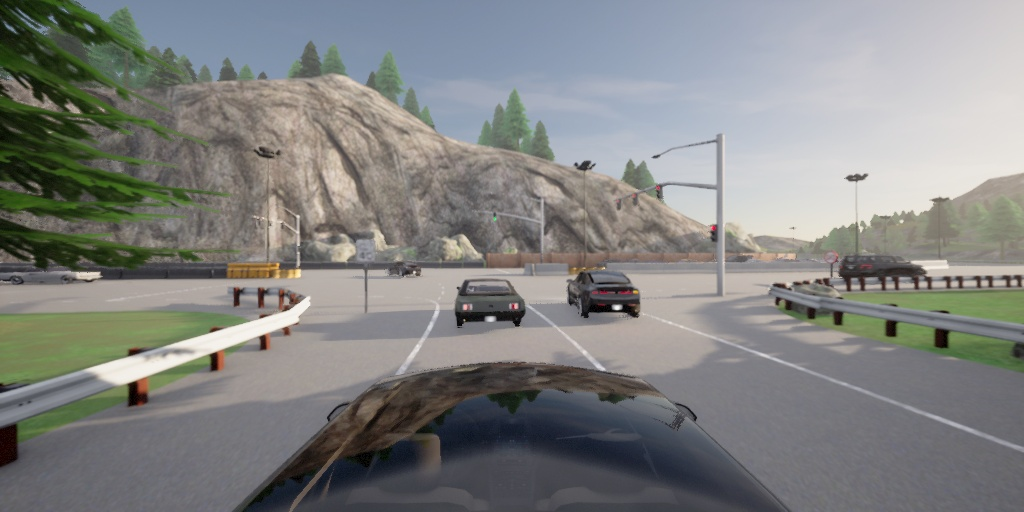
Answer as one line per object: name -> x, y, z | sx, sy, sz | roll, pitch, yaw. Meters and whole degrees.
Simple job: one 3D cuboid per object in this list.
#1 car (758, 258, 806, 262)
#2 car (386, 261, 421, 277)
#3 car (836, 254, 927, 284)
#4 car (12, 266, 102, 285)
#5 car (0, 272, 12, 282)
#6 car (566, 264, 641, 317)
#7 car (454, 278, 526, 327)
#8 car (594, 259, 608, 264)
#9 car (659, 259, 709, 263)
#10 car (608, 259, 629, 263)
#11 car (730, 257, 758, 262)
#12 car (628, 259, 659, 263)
car -> 36.953, 1.123, 49.106 | 5.008, 1.535, 1.882 | 0, 0, -11
car -> -10.696, 1.259, 35.306 | 1.837, 1.490, 4.892 | 2, -1, -41
car -> 26.460, 0.903, 25.680 | 5.566, 2.045, 2.150 | 0, 0, -10
car -> -33.159, 1.368, 25.953 | 4.718, 1.301, 1.895 | 0, 0, -10
car -> -31.203, 1.262, 19.189 | 4.902, 1.511, 2.128 | 0, 0, -10
car -> 3.164, 1.246, 13.045 | 1.837, 1.490, 4.892 | 0, 1, 1
car -> -0.840, 1.349, 11.506 | 1.895, 1.301, 4.718 | 0, 0, -7
car -> 15.202, 1.192, 55.880 | 4.892, 1.490, 1.837 | 0, 0, -10
car -> 22.267, 1.155, 46.466 | 5.008, 1.535, 1.882 | 0, 0, -10
car -> 17.237, 1.176, 52.690 | 4.902, 1.511, 2.128 | 0, 0, -10
car -> 34.853, 1.173, 52.211 | 4.674, 1.442, 1.812 | 0, 0, -10
car -> 19.386, 1.229, 49.513 | 5.357, 1.411, 2.033 | 0, 0, -10
